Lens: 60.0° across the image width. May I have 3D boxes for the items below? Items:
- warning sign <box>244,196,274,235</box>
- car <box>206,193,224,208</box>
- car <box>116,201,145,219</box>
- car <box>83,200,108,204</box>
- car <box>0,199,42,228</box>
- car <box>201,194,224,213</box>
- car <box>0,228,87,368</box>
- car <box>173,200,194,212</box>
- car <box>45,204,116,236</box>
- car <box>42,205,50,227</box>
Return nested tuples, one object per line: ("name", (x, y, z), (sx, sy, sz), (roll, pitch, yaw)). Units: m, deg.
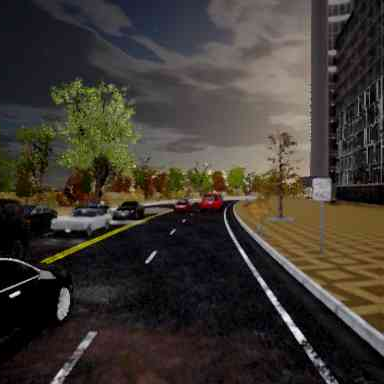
("warning sign", (3.269, 1.122, 16.300), (1.300, 1.860, 1.060), (0, 0, 3))
("car", (3.428, 1.239, 48.681), (2.150, 2.045, 5.566), (0, 0, 8))
("car", (-5.302, 1.525, 28.927), (1.812, 1.442, 4.674), (0, 0, 5))
("car", (-8.561, 1.487, 29.001), (2.128, 1.511, 4.902), (0, 0, 5))
("car", (-6.426, 1.216, 8.712), (2.150, 2.045, 5.566), (0, 0, 2))
("car", (2.256, 1.234, 38.188), (2.150, 2.045, 5.566), (0, 0, 7))
("car", (-3.090, 1.502, 4.147), (1.837, 1.490, 4.892), (0, 0, 1))
("car", (-0.954, 1.572, 39.009), (1.994, 1.385, 4.181), (0, 0, 7))
("car", (-6.022, 1.597, 18.621), (1.895, 1.301, 4.718), (0, 0, 3))
("car", (-9.271, 1.484, 18.685), (2.128, 1.511, 4.902), (0, 0, 3))
